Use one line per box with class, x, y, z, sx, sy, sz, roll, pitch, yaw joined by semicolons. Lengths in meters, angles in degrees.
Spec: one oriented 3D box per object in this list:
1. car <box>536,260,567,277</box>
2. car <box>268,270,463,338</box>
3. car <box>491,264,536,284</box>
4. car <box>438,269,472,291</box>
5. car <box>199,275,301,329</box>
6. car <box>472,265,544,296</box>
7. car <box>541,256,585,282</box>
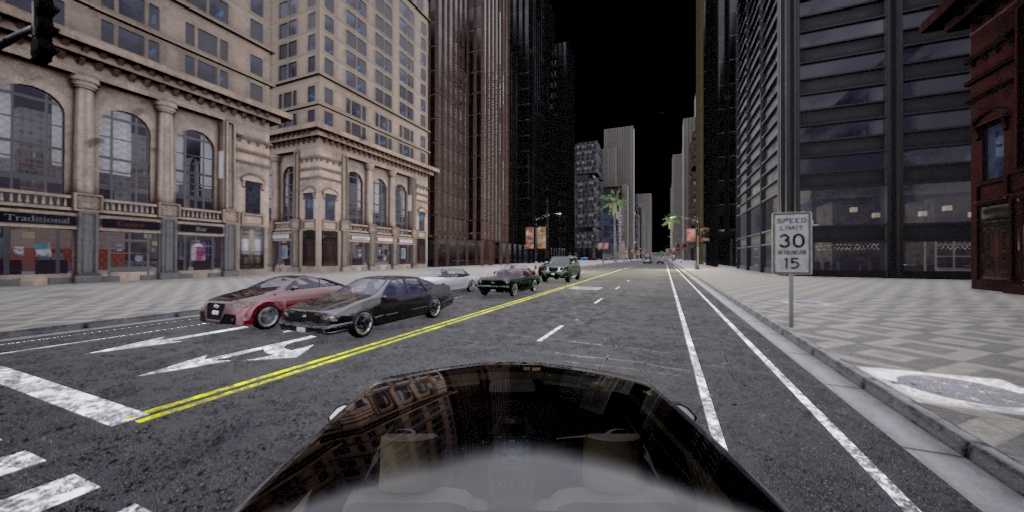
car;4.274;1.267;37.934;1.882;1.535;5.008;0;0;24
car;-3.813;1.301;10.687;2.033;1.411;5.357;0;0;23
car;0.248;1.375;28.555;1.895;1.301;4.718;0;0;23
car;-3.648;1.362;19.387;1.895;1.301;4.718;0;0;23
car;-7.070;1.317;11.321;1.994;1.385;4.181;0;0;23
car;-0.063;1.365;19.512;1.895;1.301;4.718;0;0;23
car;4.124;0.999;29.356;2.150;2.045;5.566;0;0;23
